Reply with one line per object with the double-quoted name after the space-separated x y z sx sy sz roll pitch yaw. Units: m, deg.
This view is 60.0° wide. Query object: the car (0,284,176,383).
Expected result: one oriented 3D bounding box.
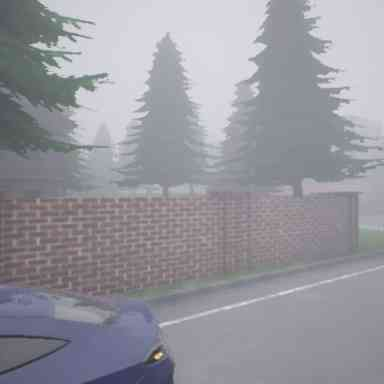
-2.310 1.523 2.323 4.674 1.442 1.812 0 0 -36 "car"
